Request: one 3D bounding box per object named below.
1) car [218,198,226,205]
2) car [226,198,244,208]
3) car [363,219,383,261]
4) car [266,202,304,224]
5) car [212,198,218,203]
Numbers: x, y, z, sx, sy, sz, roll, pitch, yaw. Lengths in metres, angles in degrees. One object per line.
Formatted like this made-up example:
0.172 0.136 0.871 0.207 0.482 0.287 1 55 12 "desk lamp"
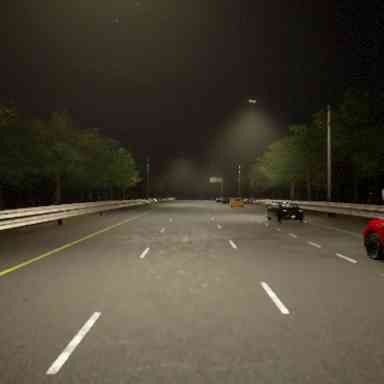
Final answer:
7.269 2.027 71.706 1.837 1.490 4.892 0 -1 0 "car"
7.149 1.789 53.809 1.882 1.535 5.008 0 -1 0 "car"
7.004 1.224 9.163 2.150 2.045 5.566 0 0 0 "car"
7.031 1.540 25.467 2.128 1.511 4.902 0 0 0 "car"
7.454 2.406 92.744 1.895 1.301 4.718 0 -1 1 "car"
